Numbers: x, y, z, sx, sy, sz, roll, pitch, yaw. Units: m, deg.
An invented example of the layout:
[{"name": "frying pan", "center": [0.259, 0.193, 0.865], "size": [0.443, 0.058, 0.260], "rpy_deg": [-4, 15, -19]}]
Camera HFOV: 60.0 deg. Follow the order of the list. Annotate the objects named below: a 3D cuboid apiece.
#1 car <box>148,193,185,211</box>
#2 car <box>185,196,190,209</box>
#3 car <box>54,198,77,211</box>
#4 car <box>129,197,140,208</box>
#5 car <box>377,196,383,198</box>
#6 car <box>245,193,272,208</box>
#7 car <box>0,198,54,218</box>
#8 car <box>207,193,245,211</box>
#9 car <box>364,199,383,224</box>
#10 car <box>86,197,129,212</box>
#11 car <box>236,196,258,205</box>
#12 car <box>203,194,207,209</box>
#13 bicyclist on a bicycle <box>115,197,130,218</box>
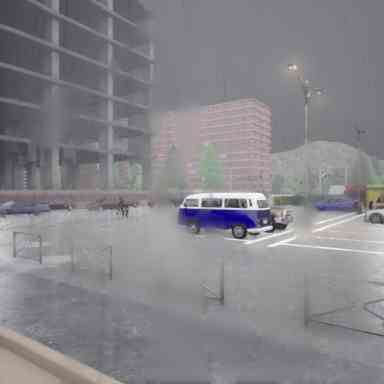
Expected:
[{"name": "car", "center": [-3.818, 1.164, 47.284], "size": [2.150, 2.045, 5.566], "rpy_deg": [0, 0, 35]}, {"name": "car", "center": [-3.228, 1.163, 54.146], "size": [2.150, 2.045, 5.566], "rpy_deg": [0, 0, 35]}, {"name": "car", "center": [-15.272, 1.433, 37.136], "size": [2.128, 1.511, 4.902], "rpy_deg": [0, 0, 35]}, {"name": "car", "center": [-9.352, 1.433, 45.524], "size": [2.128, 1.511, 4.902], "rpy_deg": [0, 0, 35]}, {"name": "car", "center": [16.501, 1.153, 26.010], "size": [4.605, 1.855, 1.932], "rpy_deg": [0, 0, 36]}, {"name": "car", "center": [11.068, 1.434, 56.119], "size": [2.128, 1.511, 4.902], "rpy_deg": [0, 0, 35]}, {"name": "car", "center": [-15.811, 1.489, 30.296], "size": [2.033, 1.411, 5.357], "rpy_deg": [0, 0, 35]}, {"name": "car", "center": [4.968, 1.164, 47.390], "size": [2.150, 2.045, 5.566], "rpy_deg": [0, 0, 36]}, {"name": "car", "center": [13.297, 1.395, 21.444], "size": [3.806, 1.475, 1.970], "rpy_deg": [0, 0, 36]}, {"name": "car", "center": [-9.990, 1.447, 38.555], "size": [1.837, 1.490, 4.892], "rpy_deg": [0, 0, 35]}, {"name": "car", "center": [10.040, 1.434, 60.571], "size": [2.128, 1.511, 4.902], "rpy_deg": [0, 0, 35]}, {"name": "car", "center": [4.238, 1.447, 52.327], "size": [1.837, 1.490, 4.892], "rpy_deg": [0, 0, 35]}, {"name": "bicyclist on a bicycle", "center": [-5.455, 1.246, 25.923], "size": [1.656, 1.620, 0.582], "rpy_deg": [0, 0, 35]}]
